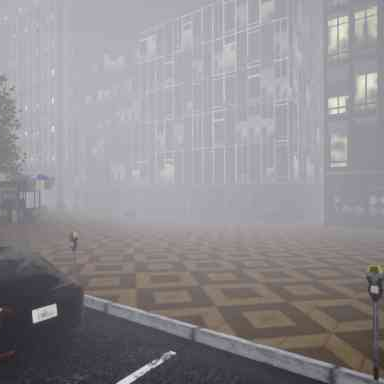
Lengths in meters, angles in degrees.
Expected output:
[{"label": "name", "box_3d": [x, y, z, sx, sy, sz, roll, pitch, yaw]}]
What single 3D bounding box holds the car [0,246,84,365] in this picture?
[{"label": "car", "box_3d": [-3.549, 1.566, 5.405, 4.313, 1.339, 1.947, 0, 0, 35]}]
